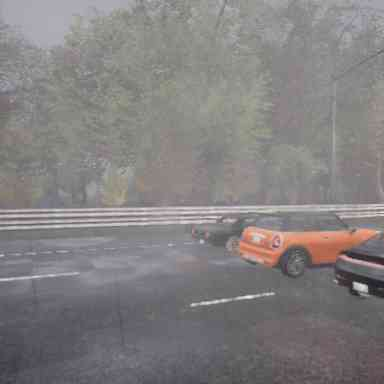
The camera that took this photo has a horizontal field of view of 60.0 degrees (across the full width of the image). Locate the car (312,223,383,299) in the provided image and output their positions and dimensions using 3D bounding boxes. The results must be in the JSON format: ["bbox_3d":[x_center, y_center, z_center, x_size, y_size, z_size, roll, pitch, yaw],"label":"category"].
[{"bbox_3d":[5.246,1.521,7.000,4.902,1.511,2.128,0,0,-24],"label":"car"}]

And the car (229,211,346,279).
[{"bbox_3d":[3.734,1.357,10.151,4.553,1.767,2.097,0,0,-24],"label":"car"}]

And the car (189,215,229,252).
[{"bbox_3d":[2.374,1.578,13.382,4.718,1.301,1.895,0,0,-24],"label":"car"}]
